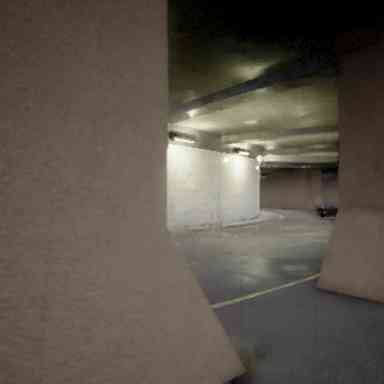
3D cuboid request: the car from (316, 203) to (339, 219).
[{"bbox_3d":[13.146,1.774,32.070,2.033,1.411,5.357,0,0,13],"label":"car"}]
